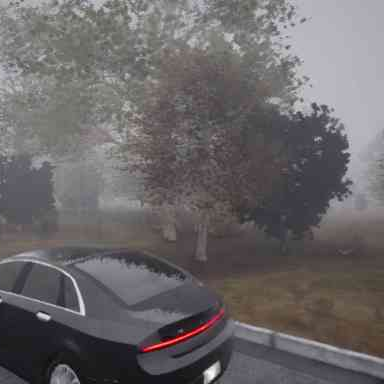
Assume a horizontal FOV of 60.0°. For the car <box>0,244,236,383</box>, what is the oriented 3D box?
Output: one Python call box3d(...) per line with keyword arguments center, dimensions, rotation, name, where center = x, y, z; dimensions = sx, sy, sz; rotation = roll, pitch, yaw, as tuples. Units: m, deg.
box3d(center=(-1.776, 1.499, 4.646), dimensions=(4.892, 1.490, 1.837), rotation=(0, 0, 36), name="car")
